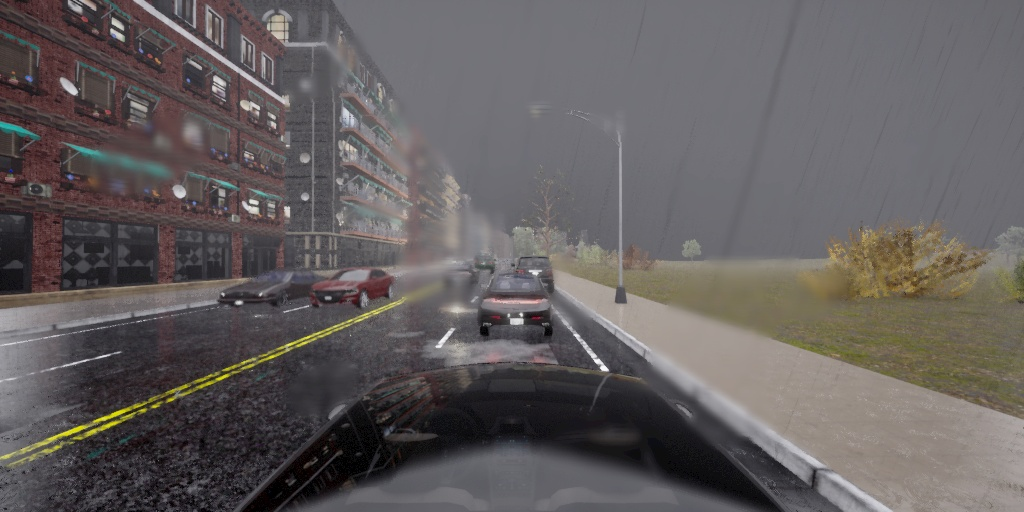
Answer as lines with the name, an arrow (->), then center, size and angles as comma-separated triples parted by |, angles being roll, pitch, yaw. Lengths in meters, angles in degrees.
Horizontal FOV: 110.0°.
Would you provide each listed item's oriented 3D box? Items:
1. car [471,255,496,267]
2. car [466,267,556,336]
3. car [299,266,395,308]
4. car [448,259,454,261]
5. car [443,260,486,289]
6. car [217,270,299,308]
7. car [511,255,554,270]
car -> -3.124, 0.965, 42.417 | 2.150, 2.045, 5.566 | 0, -1, 0
car -> 0.107, 1.243, 10.399 | 2.128, 1.511, 4.902 | 0, 0, 0
car -> -6.589, 1.229, 15.350 | 1.882, 1.535, 5.008 | 0, 0, 0
car -> -9.796, 1.276, 57.564 | 1.812, 1.442, 4.674 | 0, 0, 0
car -> -3.135, 1.245, 23.369 | 2.128, 1.511, 4.902 | 0, 0, 0
car -> -9.839, 1.299, 15.590 | 2.033, 1.411, 5.357 | 0, 0, 0
car -> 1.151, 0.977, 20.268 | 2.150, 2.045, 5.566 | 0, 0, 0
